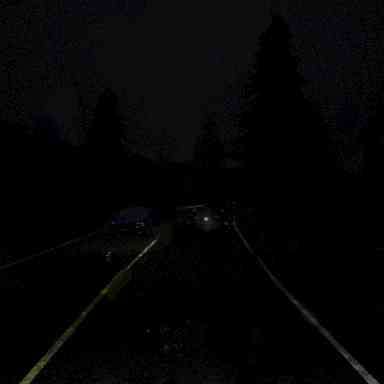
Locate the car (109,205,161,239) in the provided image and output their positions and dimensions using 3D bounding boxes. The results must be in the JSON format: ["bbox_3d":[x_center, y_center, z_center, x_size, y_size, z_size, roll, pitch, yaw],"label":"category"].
[{"bbox_3d":[-2.894,1.469,17.703,1.882,1.535,5.008,0,0,4],"label":"car"}]

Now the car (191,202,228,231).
[{"bbox_3d":[1.017,1.557,20.660,1.994,1.385,4.181,0,0,4],"label":"car"}]

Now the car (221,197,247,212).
[{"bbox_3d":[4.665,1.341,39.231,2.097,1.767,4.553,0,0,20],"label":"car"}]

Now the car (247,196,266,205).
[{"bbox_3d":[10.714,1.479,56.136,2.128,1.511,4.902,0,0,42],"label":"car"}]
